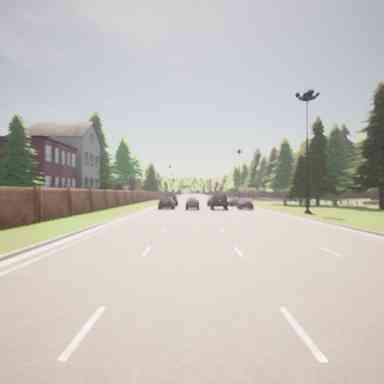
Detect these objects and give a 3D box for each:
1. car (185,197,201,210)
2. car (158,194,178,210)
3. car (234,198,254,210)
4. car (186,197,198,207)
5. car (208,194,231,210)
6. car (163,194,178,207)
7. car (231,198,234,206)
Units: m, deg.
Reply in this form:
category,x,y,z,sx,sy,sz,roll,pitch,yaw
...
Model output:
category,x,y,z,sx,sy,sz,roll,pitch,yaw
car,0.070,1.557,44.126,2.128,1.511,4.902,0,0,1
car,-3.420,1.419,45.269,2.097,1.767,4.553,0,0,0
car,7.072,1.591,44.415,1.812,1.442,4.674,0,0,1
car,0.024,1.585,54.433,1.837,1.490,4.892,0,0,0
car,3.563,1.286,44.069,2.150,2.045,5.566,0,0,1
car,-3.475,1.304,55.296,2.150,2.045,5.566,0,0,0
car,7.024,1.644,54.430,1.994,1.385,4.181,0,0,0
